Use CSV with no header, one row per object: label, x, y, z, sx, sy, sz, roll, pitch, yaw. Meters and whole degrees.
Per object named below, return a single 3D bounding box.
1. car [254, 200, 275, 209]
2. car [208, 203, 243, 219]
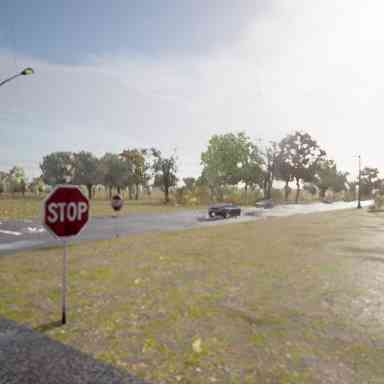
car,12.918,2.156,59.009,2.033,1.411,5.357,1,0,36
car,3.501,1.899,34.022,1.837,1.490,4.892,1,0,36
